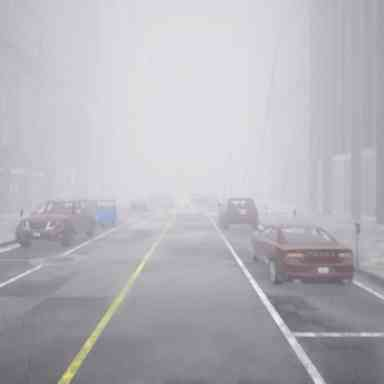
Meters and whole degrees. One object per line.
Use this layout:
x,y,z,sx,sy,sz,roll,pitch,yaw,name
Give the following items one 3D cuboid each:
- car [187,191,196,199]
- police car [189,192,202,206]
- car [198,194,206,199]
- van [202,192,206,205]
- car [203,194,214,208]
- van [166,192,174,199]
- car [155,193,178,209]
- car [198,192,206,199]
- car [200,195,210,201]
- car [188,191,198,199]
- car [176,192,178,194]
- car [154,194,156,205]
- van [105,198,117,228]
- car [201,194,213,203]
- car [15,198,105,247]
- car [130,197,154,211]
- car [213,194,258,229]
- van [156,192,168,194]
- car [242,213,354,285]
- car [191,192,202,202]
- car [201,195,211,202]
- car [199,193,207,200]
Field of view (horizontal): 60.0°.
-0.019,0.728,83.282,2.150,2.045,5.566,0,0,0,car
0.888,1.209,50.100,1.930,1.638,5.238,0,0,0,police car
2.739,1.204,88.129,1.947,1.339,4.313,0,0,0,car
2.748,1.130,48.674,1.690,1.788,3.998,0,0,0,van
2.750,1.336,43.209,1.752,1.417,4.829,0,0,0,car
-5.786,0.978,88.117,1.690,1.788,3.998,0,0,0,van
-3.099,1.293,41.723,1.882,1.535,5.008,0,0,0,car
2.737,0.931,93.765,2.192,1.841,5.009,0,0,0,car
2.743,1.253,71.221,2.008,1.369,4.403,0,0,0,car
0.758,1.097,59.939,2.097,1.767,4.553,0,0,-2,car
-5.787,1.056,93.754,1.967,1.590,4.097,0,0,0,car
-5.776,1.354,48.661,1.947,1.339,4.313,0,0,0,car
-5.770,1.245,20.476,1.690,1.788,3.998,0,0,0,van
2.746,1.186,59.948,1.967,1.590,4.097,0,0,0,car
-5.768,1.245,14.840,2.192,1.841,5.009,0,0,0,car
-5.773,1.378,37.388,1.887,1.381,4.507,0,0,0,car
2.755,1.220,20.493,2.192,1.841,5.009,0,0,0,car
-5.780,1.086,59.933,1.690,1.788,3.998,0,0,0,van
2.759,1.501,9.222,1.887,1.381,4.507,0,0,0,car
0.843,0.945,66.019,2.150,2.045,5.566,0,0,0,car
2.745,1.249,65.754,1.752,1.417,4.829,0,0,0,car
2.740,1.099,82.492,1.967,1.590,4.097,0,0,0,car
